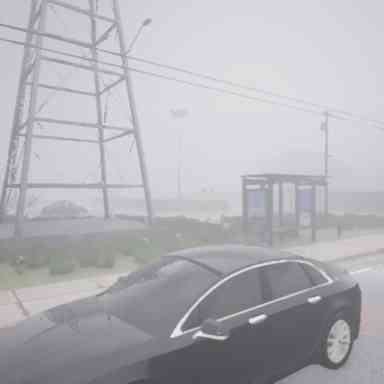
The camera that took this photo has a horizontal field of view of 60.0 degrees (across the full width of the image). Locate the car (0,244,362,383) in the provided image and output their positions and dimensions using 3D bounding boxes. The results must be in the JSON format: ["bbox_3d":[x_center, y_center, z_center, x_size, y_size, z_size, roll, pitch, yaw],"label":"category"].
[{"bbox_3d":[0.210,1.503,4.131,4.892,1.490,1.837,0,0,-35],"label":"car"}]

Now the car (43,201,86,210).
[{"bbox_3d":[-11.748,1.514,30.860,3.905,1.438,1.784,0,0,-36],"label":"car"}]

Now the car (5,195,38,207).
[{"bbox_3d":[-25.161,1.304,48.900,4.605,1.855,1.932,0,0,-36],"label":"car"}]
